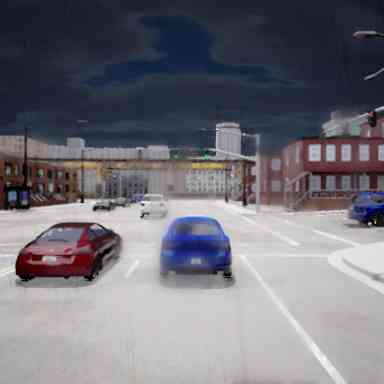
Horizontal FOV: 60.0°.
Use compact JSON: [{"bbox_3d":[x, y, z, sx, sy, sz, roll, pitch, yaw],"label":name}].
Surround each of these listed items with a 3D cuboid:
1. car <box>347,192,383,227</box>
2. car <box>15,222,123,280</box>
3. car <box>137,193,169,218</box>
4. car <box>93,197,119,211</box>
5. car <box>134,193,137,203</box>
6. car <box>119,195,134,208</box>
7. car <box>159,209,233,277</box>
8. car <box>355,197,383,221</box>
[{"bbox_3d":[12.506,0.964,20.424,5.566,2.045,2.150,-4,0,2],"label":"car"},{"bbox_3d":[-3.403,1.571,9.964,1.994,1.385,4.181,0,0,0],"label":"car"},{"bbox_3d":[-3.395,1.244,30.893,2.150,2.045,5.566,0,0,0],"label":"car"},{"bbox_3d":[-10.577,1.593,40.348,1.994,1.385,4.181,0,0,0],"label":"car"},{"bbox_3d":[-10.492,1.269,65.370,2.150,2.045,5.566,0,0,0],"label":"car"},{"bbox_3d":[-10.560,1.540,50.208,1.837,1.490,4.892,0,0,0],"label":"car"},{"bbox_3d":[0.101,1.486,10.296,1.882,1.535,5.008,0,0,0],"label":"car"},{"bbox_3d":[14.526,1.116,23.894,4.674,1.442,1.812,-5,0,0],"label":"car"}]
